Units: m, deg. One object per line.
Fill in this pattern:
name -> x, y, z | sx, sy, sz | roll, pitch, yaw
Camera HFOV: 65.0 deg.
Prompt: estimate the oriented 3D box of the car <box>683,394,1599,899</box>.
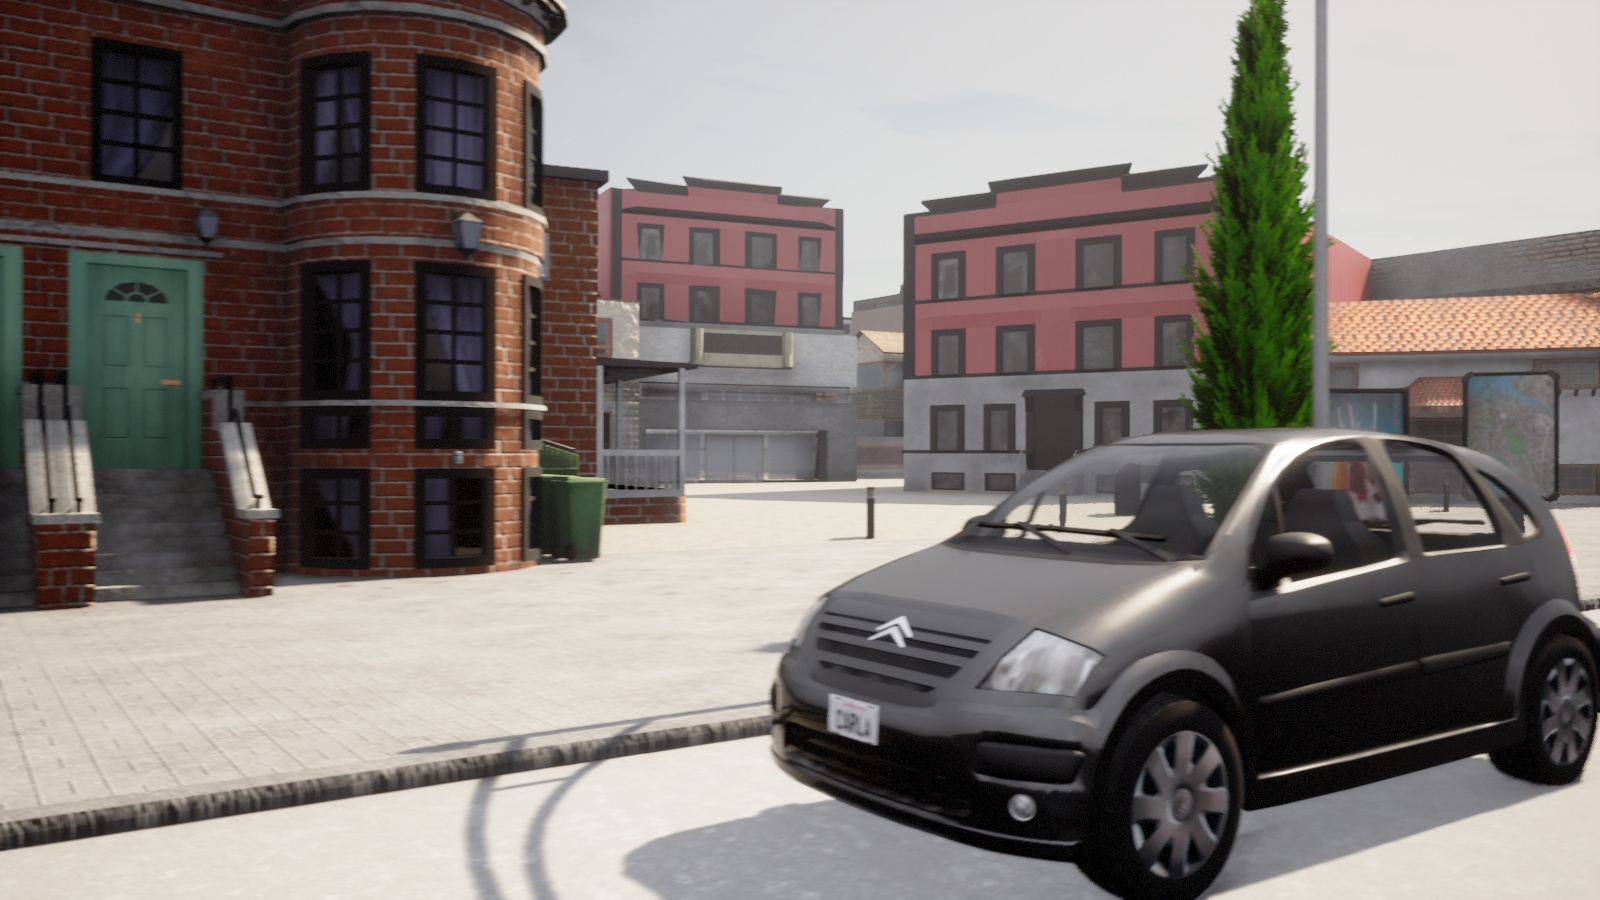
car -> 1.695, 0.653, 5.448 | 3.988, 1.617, 1.851 | 0, 0, -35
